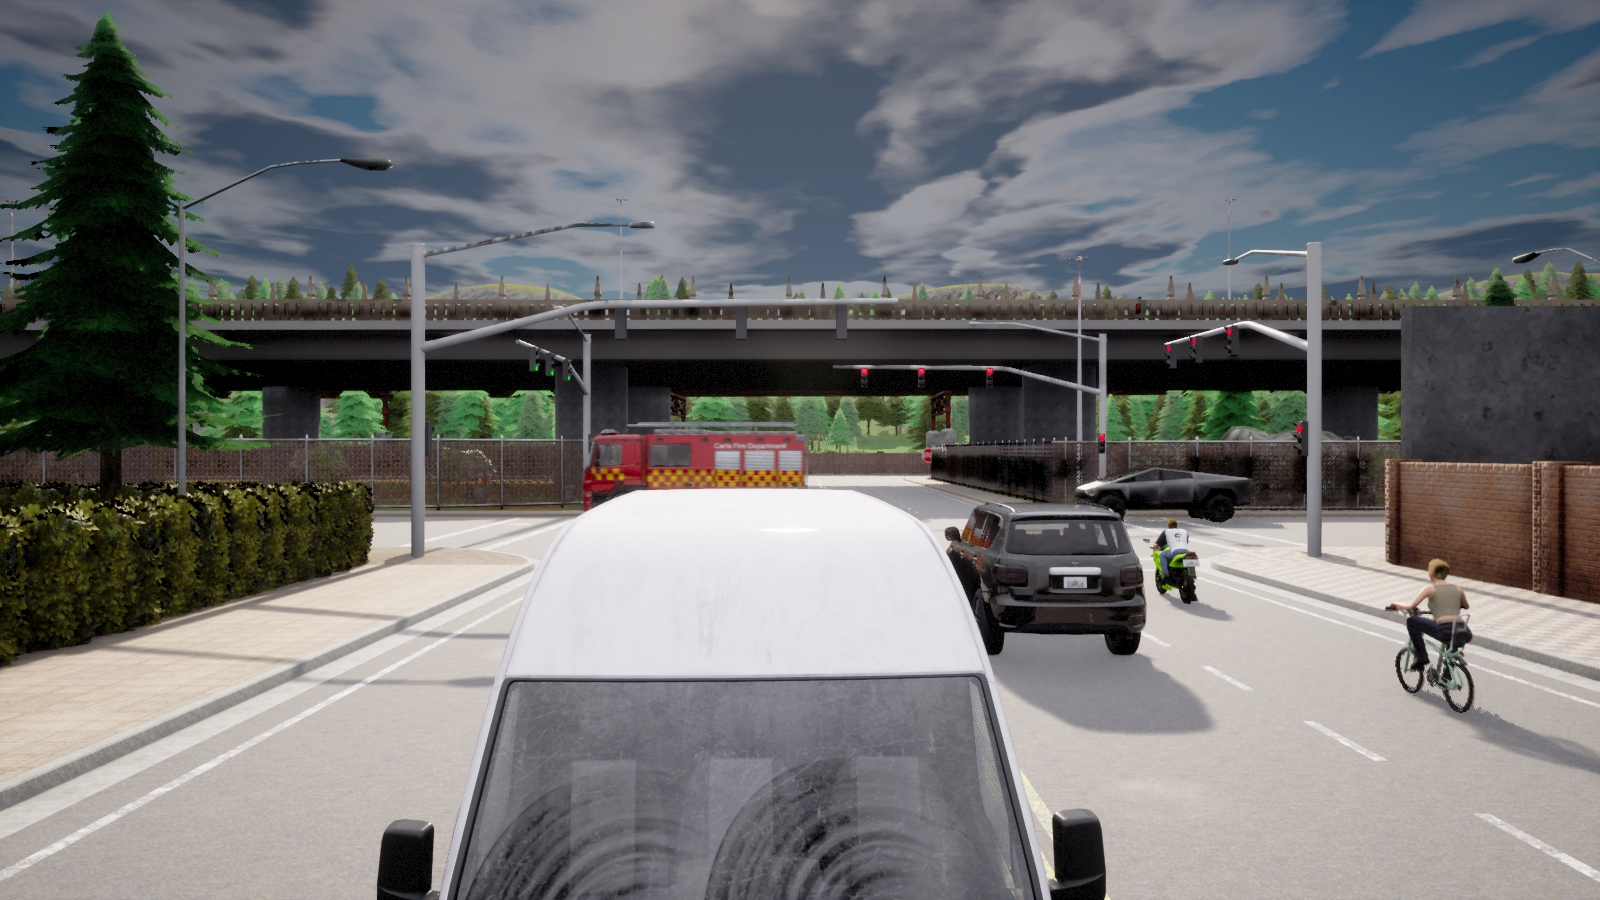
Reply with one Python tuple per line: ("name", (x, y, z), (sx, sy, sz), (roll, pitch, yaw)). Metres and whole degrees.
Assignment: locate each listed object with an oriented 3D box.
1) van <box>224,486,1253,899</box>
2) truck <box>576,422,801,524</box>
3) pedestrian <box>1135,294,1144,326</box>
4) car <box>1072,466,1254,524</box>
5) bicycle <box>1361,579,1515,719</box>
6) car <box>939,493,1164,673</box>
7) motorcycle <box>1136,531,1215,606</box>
("van", (-0.245, 1.535, 5.164), (1.988, 2.561, 5.915), (0, 0, -3))
("truck", (-4.179, 0.865, 44.279), (8.468, 3.827, 2.891), (0, 0, 0))
("pedestrian", (20.124, -8.300, 67.723), (0.375, 1.860, 0.375), (0, 0, 0))
("car", (13.881, 1.705, 43.990), (6.274, 2.098, 2.390), (0, 0, 0))
("bicycle", (7.009, 2.158, 12.646), (0.859, 1.276, 1.487), (0, 0, 0))
("car", (3.496, 1.780, 17.139), (2.150, 2.045, 5.566), (0, 0, 0))
("motorcycle", (6.995, 2.187, 21.401), (0.803, 1.199, 2.033), (0, 0, 0))
